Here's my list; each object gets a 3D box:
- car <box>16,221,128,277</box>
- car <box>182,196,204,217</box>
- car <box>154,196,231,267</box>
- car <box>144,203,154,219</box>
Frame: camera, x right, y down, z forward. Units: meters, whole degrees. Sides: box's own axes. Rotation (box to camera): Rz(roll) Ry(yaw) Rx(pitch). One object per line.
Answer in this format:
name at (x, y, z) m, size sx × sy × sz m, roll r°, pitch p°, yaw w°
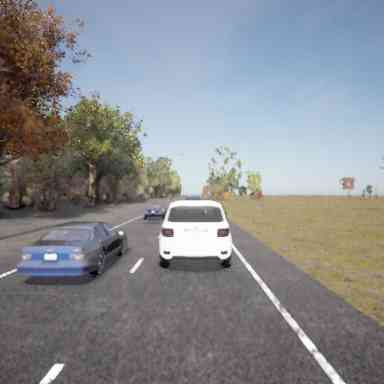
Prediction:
car at (-3.400, 1.627, 10.523) m, size 2.033 × 1.411 × 5.357 m, roll 0°, pitch 0°, yaw 0°
car at (0.134, 1.489, 35.730) m, size 2.150 × 2.045 × 5.566 m, roll 0°, pitch 0°, yaw 0°
car at (0.107, 1.313, 11.899) m, size 2.150 × 2.045 × 5.566 m, roll 0°, pitch 0°, yaw 0°
car at (-3.370, 1.782, 31.416) m, size 2.033 × 1.411 × 5.357 m, roll 0°, pitch 0°, yaw 0°
